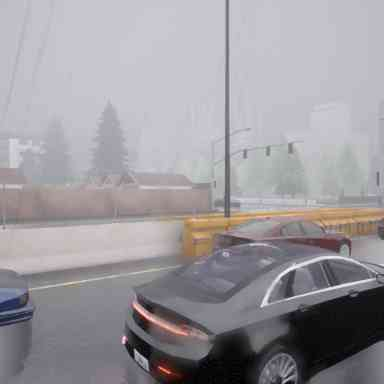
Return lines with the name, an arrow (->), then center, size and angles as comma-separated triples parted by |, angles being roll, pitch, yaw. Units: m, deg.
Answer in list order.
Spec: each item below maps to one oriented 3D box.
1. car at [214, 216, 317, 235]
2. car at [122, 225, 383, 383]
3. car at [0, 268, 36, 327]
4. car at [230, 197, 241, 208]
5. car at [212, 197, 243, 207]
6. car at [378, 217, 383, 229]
car -> 2.894, 1.478, 10.129 | 5.008, 1.535, 1.882 | 0, 0, -36
car -> 1.455, 1.492, 4.796 | 4.902, 1.511, 2.128 | 0, 0, -36
car -> -5.105, 1.547, 4.398 | 5.357, 1.411, 2.033 | 0, 0, -36
car -> 4.675, 1.601, 46.120 | 1.895, 1.301, 4.718 | 0, 0, -33
car -> 5.414, 1.491, 51.363 | 2.128, 1.511, 4.902 | 0, 0, -34
car -> 10.606, 1.505, 15.659 | 4.892, 1.490, 1.837 | 0, 0, -36
